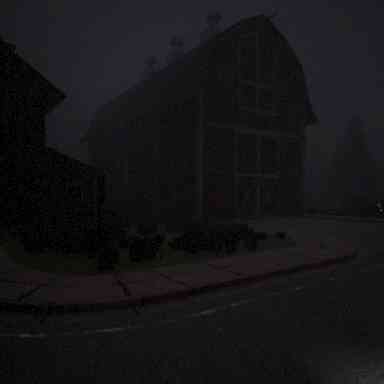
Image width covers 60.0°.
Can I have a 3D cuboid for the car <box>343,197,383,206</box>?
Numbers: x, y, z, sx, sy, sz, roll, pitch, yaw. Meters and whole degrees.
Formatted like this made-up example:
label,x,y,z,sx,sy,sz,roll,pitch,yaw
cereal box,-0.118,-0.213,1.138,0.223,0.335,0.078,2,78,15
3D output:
label,x,y,z,sx,sy,sz,roll,pitch,yaw
car,18.316,1.366,35.156,2.097,1.767,4.553,0,0,-34
